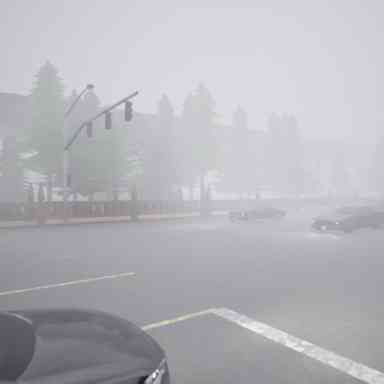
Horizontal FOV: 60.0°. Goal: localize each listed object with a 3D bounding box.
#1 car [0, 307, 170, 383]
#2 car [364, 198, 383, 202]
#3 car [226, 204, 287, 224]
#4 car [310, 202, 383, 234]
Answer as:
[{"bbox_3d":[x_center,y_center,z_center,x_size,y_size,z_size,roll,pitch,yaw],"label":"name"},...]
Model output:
[{"bbox_3d":[-2.405,1.492,2.051,4.902,1.511,2.128,0,0,-35],"label":"car"},{"bbox_3d":[19.198,1.420,34.989,4.892,1.490,1.837,0,0,-36],"label":"car"},{"bbox_3d":[4.815,1.561,24.679,4.718,1.301,1.895,0,0,-36],"label":"car"},{"bbox_3d":[9.116,1.505,19.149,5.357,1.411,2.033,0,0,-36],"label":"car"}]
